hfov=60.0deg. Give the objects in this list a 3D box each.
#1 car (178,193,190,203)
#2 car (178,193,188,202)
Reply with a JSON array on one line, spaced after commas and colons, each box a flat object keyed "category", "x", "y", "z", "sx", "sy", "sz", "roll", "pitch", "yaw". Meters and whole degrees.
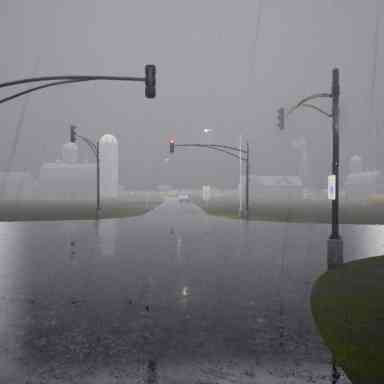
[{"category": "car", "x": -1.526, "y": 1.553, "z": 69.932, "sx": 1.812, "sy": 1.442, "sz": 4.674, "roll": 0, "pitch": 0, "yaw": -3}, {"category": "car", "x": -2.113, "y": 1.189, "z": 79.966, "sx": 2.150, "sy": 2.045, "sz": 5.566, "roll": 0, "pitch": 0, "yaw": -4}]
